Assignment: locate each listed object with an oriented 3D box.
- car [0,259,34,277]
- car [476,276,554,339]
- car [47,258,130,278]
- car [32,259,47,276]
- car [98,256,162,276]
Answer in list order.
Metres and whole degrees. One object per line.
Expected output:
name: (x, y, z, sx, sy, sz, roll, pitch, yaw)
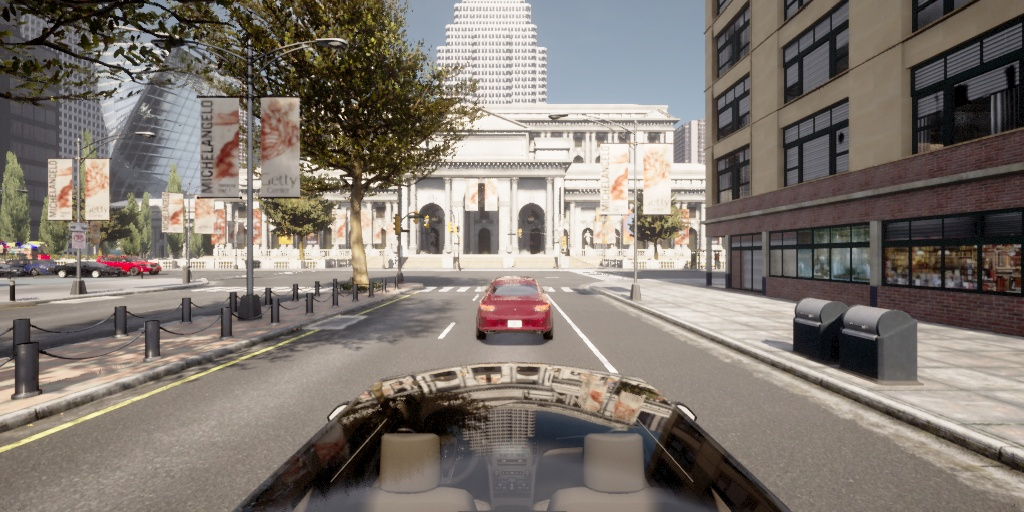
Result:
car: (-48.334, 1.276, 33.358, 4.674, 1.442, 1.812, 0, 0, -1)
car: (0.076, 1.276, 9.924, 1.812, 1.442, 4.674, 0, 0, 0)
car: (-39.331, 1.228, 33.392, 5.008, 1.535, 1.882, 0, 0, 0)
car: (-49.141, 1.102, 36.831, 4.553, 1.767, 2.097, 0, 0, -1)
car: (-39.522, 0.971, 36.894, 5.566, 2.045, 2.150, 0, 0, 0)
